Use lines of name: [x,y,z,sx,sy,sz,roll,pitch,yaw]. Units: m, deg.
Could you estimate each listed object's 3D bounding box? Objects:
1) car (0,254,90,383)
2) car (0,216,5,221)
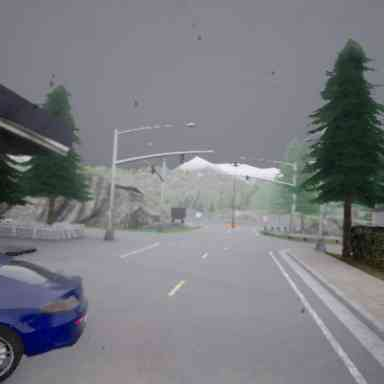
car: [-3.809,1.510,4.455,4.674,1.442,1.812,4,-4,-14]
car: [-22.747,2.652,35.625,4.718,1.301,1.895,2,-4,9]
